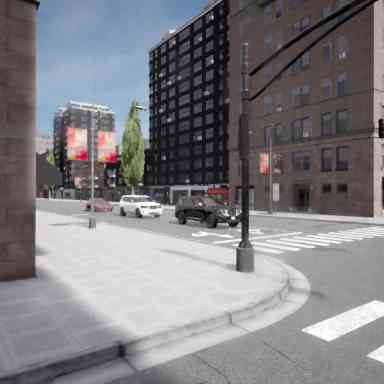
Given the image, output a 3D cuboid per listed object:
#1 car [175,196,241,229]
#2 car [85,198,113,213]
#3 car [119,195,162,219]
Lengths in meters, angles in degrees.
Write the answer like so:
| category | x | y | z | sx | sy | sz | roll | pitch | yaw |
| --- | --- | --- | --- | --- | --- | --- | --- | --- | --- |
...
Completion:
| category | x | y | z | sx | sy | sz | roll | pitch | yaw |
| --- | --- | --- | --- | --- | --- | --- | --- | --- | --- |
| car | 0.951 | 1.286 | 22.912 | 2.150 | 2.045 | 5.566 | 0 | 0 | -36 |
| car | -11.083 | 1.496 | 39.592 | 2.097 | 1.767 | 4.553 | 0 | 0 | -36 |
| car | -4.921 | 1.325 | 31.046 | 2.150 | 2.045 | 5.566 | 0 | 0 | -36 |
